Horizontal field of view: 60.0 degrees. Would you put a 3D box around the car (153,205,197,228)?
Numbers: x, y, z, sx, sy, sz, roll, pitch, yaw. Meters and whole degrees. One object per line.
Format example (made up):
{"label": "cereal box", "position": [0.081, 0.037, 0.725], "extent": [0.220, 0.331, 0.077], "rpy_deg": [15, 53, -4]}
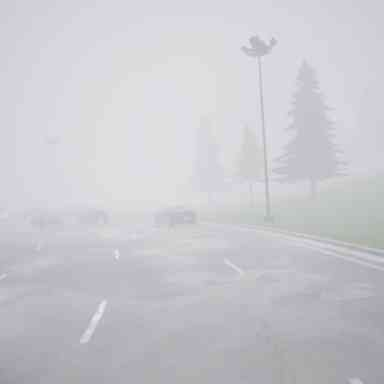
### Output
{"label": "car", "position": [-1.372, 1.689, 24.352], "extent": [1.882, 1.535, 5.008], "rpy_deg": [-3, 0, -24]}

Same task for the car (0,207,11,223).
{"label": "car", "position": [-24.603, 2.882, 40.658], "extent": [5.566, 2.045, 2.150], "rpy_deg": [-3, 0, 30]}

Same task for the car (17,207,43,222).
{"label": "car", "position": [-20.053, 2.749, 41.671], "extent": [4.553, 1.767, 2.097], "rpy_deg": [-4, 0, 38]}

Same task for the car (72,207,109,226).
{"label": "car", "position": [-9.209, 2.207, 30.699], "extent": [1.837, 1.490, 4.892], "rpy_deg": [-3, -1, -34]}

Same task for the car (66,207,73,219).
{"label": "car", "position": [-15.085, 2.660, 42.374], "extent": [5.357, 1.411, 2.033], "rpy_deg": [-4, 0, 41]}

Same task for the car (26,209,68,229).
{"label": "car", "position": [-13.313, 2.544, 30.323], "extent": [1.895, 1.301, 4.718], "rpy_deg": [-3, 0, -38]}
